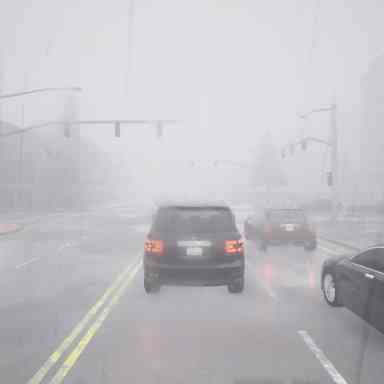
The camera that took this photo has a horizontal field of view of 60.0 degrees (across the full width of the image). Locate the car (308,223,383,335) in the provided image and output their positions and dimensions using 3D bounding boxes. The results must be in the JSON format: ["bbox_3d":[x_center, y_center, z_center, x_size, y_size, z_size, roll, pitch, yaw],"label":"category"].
[{"bbox_3d":[3.607,1.505,5.081,1.837,1.490,4.892,0,0,0],"label":"car"}]

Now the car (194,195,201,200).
[{"bbox_3d":[1.467,1.552,90.364,1.994,1.385,4.181,0,0,-1],"label":"car"}]

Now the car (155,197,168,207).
[{"bbox_3d":[-4.701,1.526,51.941,1.812,1.442,4.674,0,0,-1],"label":"car"}]

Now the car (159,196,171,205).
[{"bbox_3d":[-4.901,1.477,61.331,1.882,1.535,5.008,0,0,-1],"label":"car"}]

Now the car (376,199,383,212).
[{"bbox_3d":[24.176,1.547,37.824,5.357,1.411,2.033,0,0,-1],"label":"car"}]

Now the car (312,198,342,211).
[{"bbox_3d":[14.438,1.505,37.562,4.892,1.490,1.837,0,0,-2],"label":"car"}]

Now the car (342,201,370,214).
[{"bbox_3d":[18.487,1.601,34.169,4.718,1.301,1.895,0,0,-2],"label":"car"}]

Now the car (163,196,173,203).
[{"bbox_3d":[-5.074,1.552,71.212,1.994,1.385,4.181,0,0,-1],"label":"car"}]

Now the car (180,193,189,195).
[{"bbox_3d":[-1.790,1.496,80.218,1.837,1.490,4.892,0,0,-1],"label":"car"}]

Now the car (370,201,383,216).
[{"bbox_3d":[19.530,1.477,30.504,5.008,1.535,1.882,0,0,-1],"label":"car"}]

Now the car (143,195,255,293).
[{"bbox_3d":[0.054,1.221,8.984,2.150,2.045,5.566,0,0,0],"label":"car"}]

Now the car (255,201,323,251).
[{"bbox_3d":[3.535,1.352,14.162,2.097,1.767,4.553,0,0,0],"label":"car"}]
